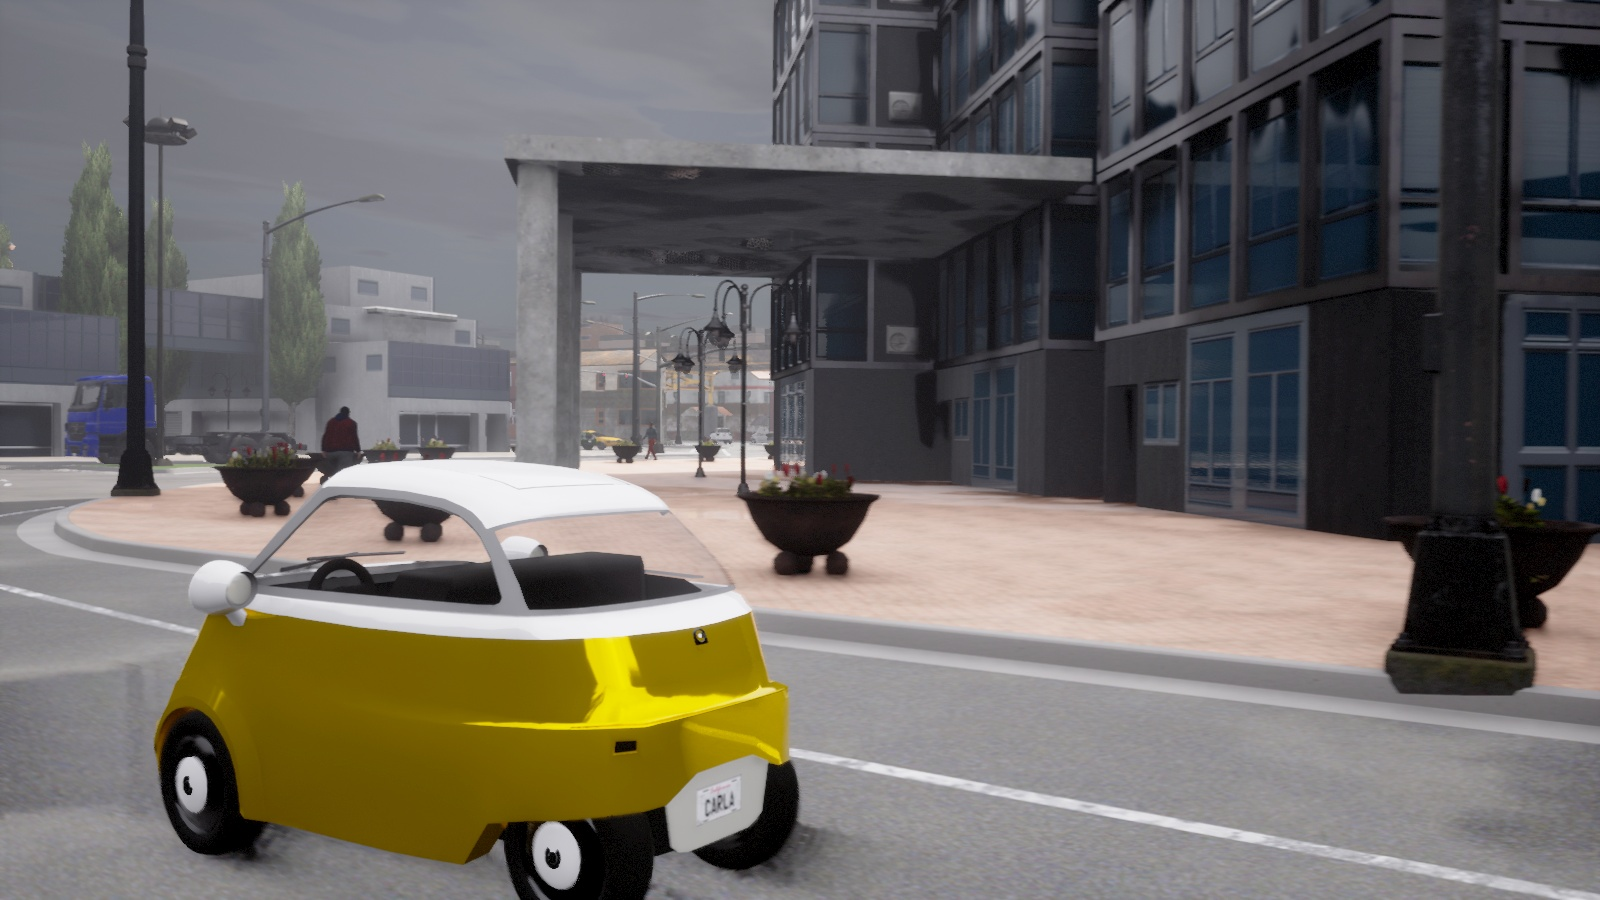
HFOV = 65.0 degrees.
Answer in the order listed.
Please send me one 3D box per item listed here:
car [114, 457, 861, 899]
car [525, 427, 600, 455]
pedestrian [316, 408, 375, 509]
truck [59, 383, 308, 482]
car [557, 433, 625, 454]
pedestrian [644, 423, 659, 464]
[{"bbox_3d":[-1.117,0.737,4.465,2.207,1.376,1.481,0,1,35],"label":"car"},{"bbox_3d":[-17.900,-0.701,94.430,5.566,2.045,2.150,0,1,32],"label":"car"},{"bbox_3d":[-8.526,0.152,23.572,0.634,1.844,0.899,0,1,14],"label":"pedestrian"},{"bbox_3d":[-23.206,-0.680,47.637,2.891,3.462,7.936,0,1,44],"label":"truck"},{"bbox_3d":[-16.227,-0.542,97.569,5.366,1.575,1.801,0,1,32],"label":"car"},{"bbox_3d":[-6.776,-0.305,57.159,0.353,1.847,0.614,0,1,32],"label":"pedestrian"}]
